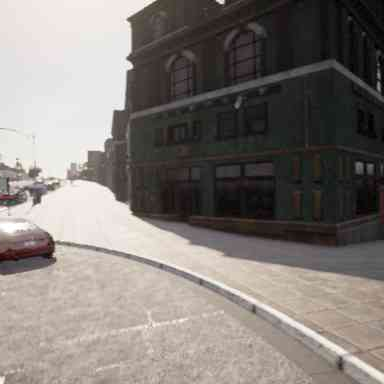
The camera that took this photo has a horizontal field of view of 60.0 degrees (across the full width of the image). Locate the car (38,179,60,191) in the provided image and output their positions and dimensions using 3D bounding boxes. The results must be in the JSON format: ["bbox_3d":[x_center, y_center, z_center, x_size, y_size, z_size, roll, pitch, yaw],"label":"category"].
[{"bbox_3d":[-25.022,-1.065,58.282,2.128,1.511,4.902,-1,4,-16],"label":"car"}]

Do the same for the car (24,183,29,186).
[{"bbox_3d":[-25.017,-0.159,46.535,2.033,1.411,5.357,-1,4,-13],"label":"car"}]

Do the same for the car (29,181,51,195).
[{"bbox_3d":[-22.437,-0.384,48.602,1.882,1.535,5.008,-1,4,-14],"label":"car"}]

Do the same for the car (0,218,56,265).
[{"bbox_3d":[-6.603,1.605,11.707,4.181,1.385,1.994,-1,0,40],"label":"car"}]

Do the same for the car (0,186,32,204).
[{"bbox_3d":[-19.793,0.486,37.130,1.837,1.490,4.892,-1,5,-12],"label":"car"}]
